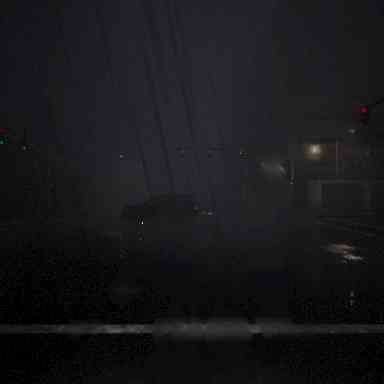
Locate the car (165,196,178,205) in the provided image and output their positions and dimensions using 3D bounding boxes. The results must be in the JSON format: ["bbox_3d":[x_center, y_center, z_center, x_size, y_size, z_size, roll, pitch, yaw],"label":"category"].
[{"bbox_3d":[-3.557,1.489,58.347,1.812,1.442,4.674,0,0,0],"label":"car"}]

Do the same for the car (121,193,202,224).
[{"bbox_3d":[-2.253,1.209,24.161,5.566,2.045,2.150,0,0,-1],"label":"car"}]

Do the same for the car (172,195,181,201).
[{"bbox_3d":[-3.474,1.331,74.682,1.994,1.385,4.181,0,0,0],"label":"car"}]

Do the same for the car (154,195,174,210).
[{"bbox_3d":[-3.581,1.329,43.348,2.097,1.767,4.553,0,0,0],"label":"car"}]
